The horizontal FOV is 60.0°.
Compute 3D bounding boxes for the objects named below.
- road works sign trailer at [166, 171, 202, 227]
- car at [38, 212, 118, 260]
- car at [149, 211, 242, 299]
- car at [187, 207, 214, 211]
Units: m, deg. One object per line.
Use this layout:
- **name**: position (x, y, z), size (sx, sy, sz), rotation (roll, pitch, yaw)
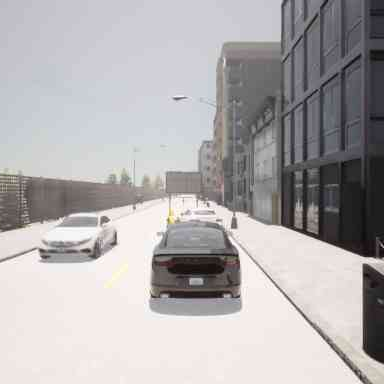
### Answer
- **road works sign trailer**: position (-0.570, 0.464, 21.365), size (2.380, 3.560, 2.880), rotation (0, 0, -17)
- **car**: position (-4.038, 1.525, 12.598), size (1.812, 1.442, 4.674), rotation (0, 0, 0)
- **car**: position (0.073, 1.477, 8.530), size (1.882, 1.535, 5.008), rotation (0, 0, 0)
- **car**: position (0.410, 1.539, 17.883), size (1.812, 1.442, 4.674), rotation (0, -1, -9)
